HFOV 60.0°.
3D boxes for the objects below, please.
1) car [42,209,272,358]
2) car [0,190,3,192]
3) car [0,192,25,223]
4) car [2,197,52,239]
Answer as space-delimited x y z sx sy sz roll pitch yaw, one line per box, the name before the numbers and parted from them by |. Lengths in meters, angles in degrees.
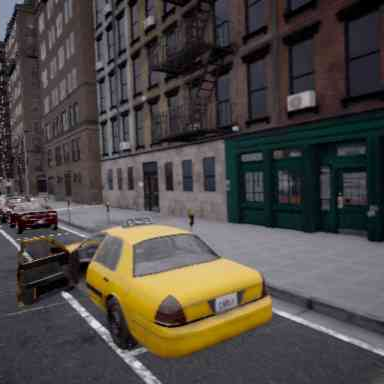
car | -1.069 1.228 5.969 1.801 1.575 5.366 -4 3 -35
car | -21.032 0.672 35.199 2.192 1.841 5.009 -4 3 -35
car | -11.255 0.986 21.239 1.967 1.590 4.097 -4 3 -35
car | -7.992 1.153 16.588 1.887 1.381 4.507 -4 3 -35
